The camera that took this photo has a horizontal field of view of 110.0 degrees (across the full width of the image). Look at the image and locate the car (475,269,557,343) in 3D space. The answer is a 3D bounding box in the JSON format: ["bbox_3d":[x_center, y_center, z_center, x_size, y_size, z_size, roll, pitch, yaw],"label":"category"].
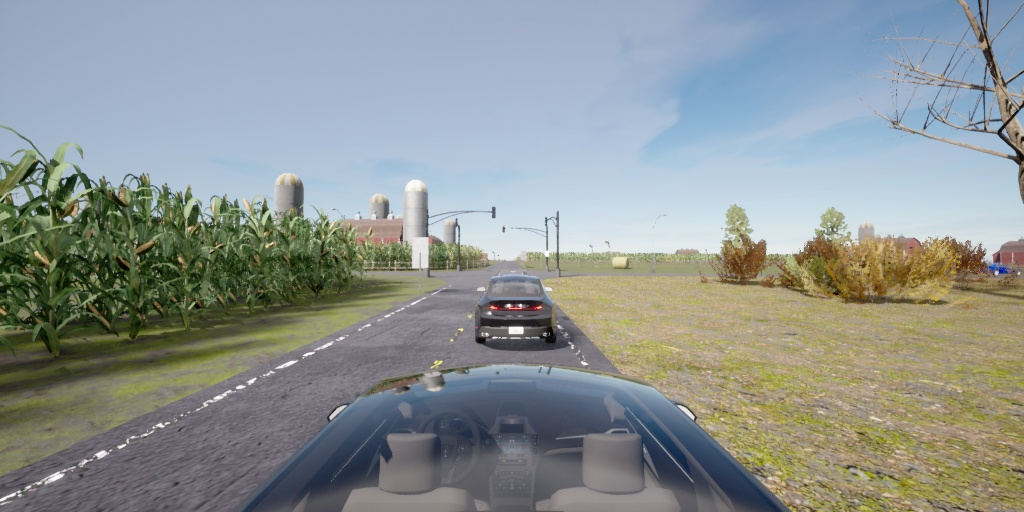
[{"bbox_3d":[0.080,1.259,9.672,1.837,1.490,4.892,0,0,0],"label":"car"}]

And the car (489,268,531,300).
[{"bbox_3d":[0.032,1.360,18.823,1.895,1.301,4.718,0,0,4],"label":"car"}]

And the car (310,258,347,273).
[{"bbox_3d":[-19.828,0.931,37.659,4.553,1.767,2.097,0,-1,-3],"label":"car"}]

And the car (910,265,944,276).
[{"bbox_3d":[48.559,1.768,42.536,4.181,1.385,1.994,1,-1,-5],"label":"car"}]
